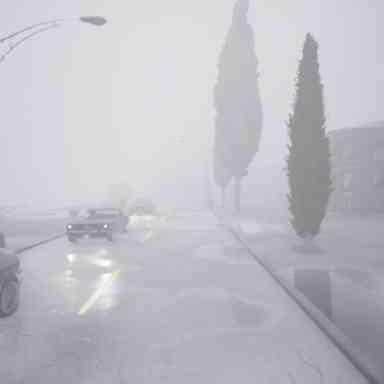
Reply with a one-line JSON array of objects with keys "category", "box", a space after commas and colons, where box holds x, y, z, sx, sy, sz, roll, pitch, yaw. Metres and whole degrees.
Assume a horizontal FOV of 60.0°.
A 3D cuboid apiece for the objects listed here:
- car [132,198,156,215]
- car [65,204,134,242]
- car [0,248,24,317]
[{"category": "car", "box": [-4.233, 1.232, 28.887, 1.994, 1.385, 4.181, 0, 1, 0]}, {"category": "car", "box": [-4.189, 1.434, 15.439, 1.895, 1.301, 4.718, 0, 1, 0]}, {"category": "car", "box": [-4.099, 1.491, 4.596, 1.812, 1.442, 4.674, 0, 1, -1]}]
